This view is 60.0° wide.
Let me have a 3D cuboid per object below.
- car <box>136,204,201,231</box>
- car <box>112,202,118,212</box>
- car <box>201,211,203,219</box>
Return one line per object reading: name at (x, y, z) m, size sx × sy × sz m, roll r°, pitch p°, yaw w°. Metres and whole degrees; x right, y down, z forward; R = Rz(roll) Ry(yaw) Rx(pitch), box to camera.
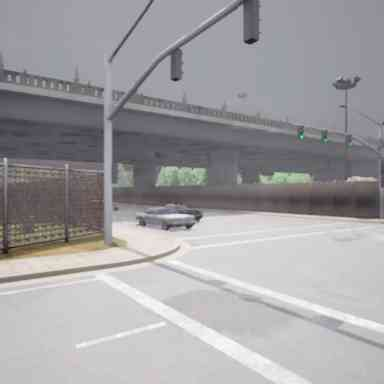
car at (-1.774, 1.650, 21.322) m, size 1.895 × 1.301 × 4.718 m, roll 0°, pitch 0°, yaw -36°
car at (-10.263, 1.611, 39.238) m, size 1.994 × 1.385 × 4.181 m, roll 0°, pitch 0°, yaw -35°
car at (-1.145, 1.648, 26.462) m, size 1.895 × 1.301 × 4.718 m, roll 0°, pitch 0°, yaw -36°
